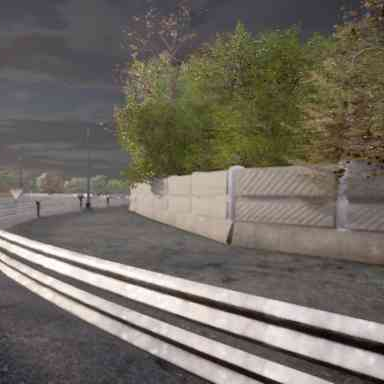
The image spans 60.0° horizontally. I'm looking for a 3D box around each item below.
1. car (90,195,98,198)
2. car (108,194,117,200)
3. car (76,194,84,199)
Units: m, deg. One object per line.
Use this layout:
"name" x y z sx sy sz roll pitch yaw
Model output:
"car" -25.946 1.346 88.060 1.994 1.385 4.181 0 0 -19
"car" -21.000 1.350 87.959 1.812 1.442 4.674 0 0 -3
"car" -29.308 1.270 87.086 1.837 1.490 4.892 0 0 -19
